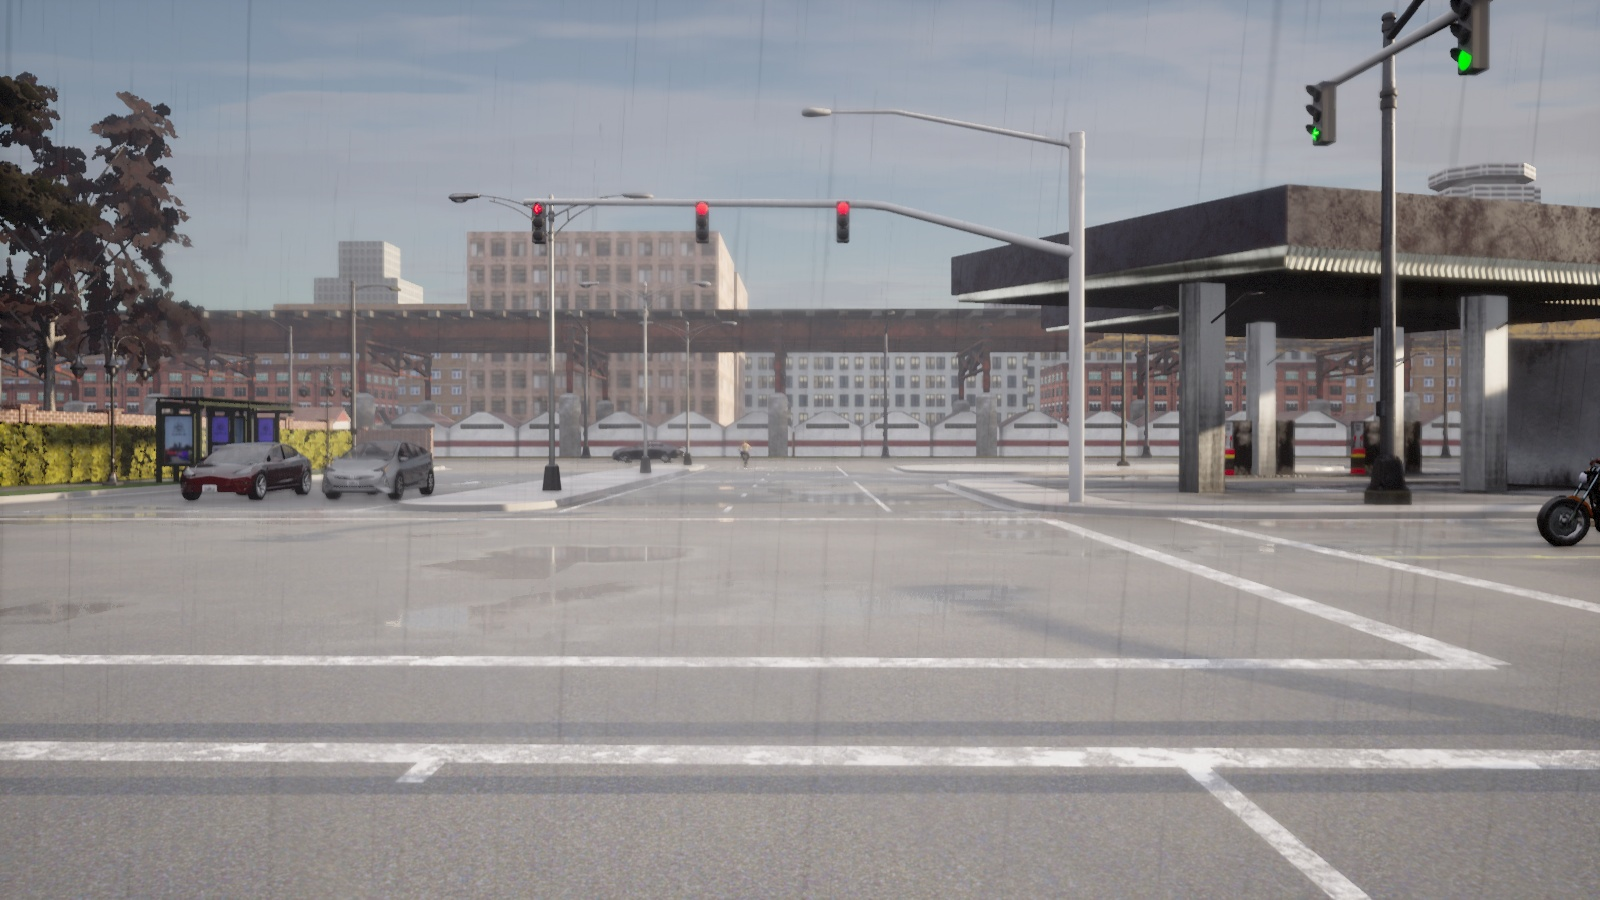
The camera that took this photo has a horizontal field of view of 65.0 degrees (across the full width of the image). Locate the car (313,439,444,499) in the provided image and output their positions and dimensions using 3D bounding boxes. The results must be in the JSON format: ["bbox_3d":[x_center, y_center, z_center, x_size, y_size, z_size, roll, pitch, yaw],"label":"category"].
[{"bbox_3d":[-11.300,0.467,34.022,2.007,1.525,4.514,0,0,0],"label":"car"}]

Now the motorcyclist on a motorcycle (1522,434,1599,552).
[{"bbox_3d":[11.649,0.592,17.834,2.350,1.649,0.766,0,0,-1],"label":"motorcyclist on a motorcycle"}]

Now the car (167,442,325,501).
[{"bbox_3d":[-14.822,0.518,33.925,2.163,1.488,4.792,0,0,0],"label":"car"}]

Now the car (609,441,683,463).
[{"bbox_3d":[-10.719,0.134,87.680,4.902,1.511,2.128,0,0,1],"label":"car"}]
